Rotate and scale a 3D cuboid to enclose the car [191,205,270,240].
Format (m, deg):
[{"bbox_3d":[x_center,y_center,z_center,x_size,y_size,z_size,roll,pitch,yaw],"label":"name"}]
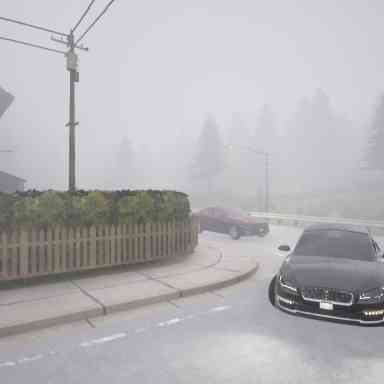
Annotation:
[{"bbox_3d":[1.851,1.478,17.428,1.882,1.535,5.008,0,0,-33],"label":"car"}]

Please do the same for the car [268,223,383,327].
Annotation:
[{"bbox_3d":[3.151,1.505,7.292,1.837,1.490,4.892,0,0,27],"label":"car"}]
